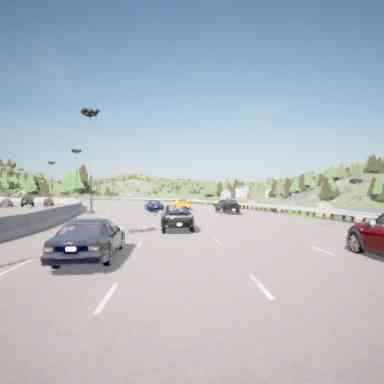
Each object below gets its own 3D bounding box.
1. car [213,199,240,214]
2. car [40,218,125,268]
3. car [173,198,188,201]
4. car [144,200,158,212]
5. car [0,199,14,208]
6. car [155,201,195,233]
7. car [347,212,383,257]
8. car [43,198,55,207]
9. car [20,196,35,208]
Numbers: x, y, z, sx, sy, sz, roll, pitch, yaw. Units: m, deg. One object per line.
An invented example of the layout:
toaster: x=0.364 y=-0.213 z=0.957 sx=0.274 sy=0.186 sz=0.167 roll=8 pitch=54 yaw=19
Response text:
car: x=3.659 y=1.511 z=35.561 sx=1.837 sy=1.490 sz=4.892 roll=0 pitch=0 yaw=-12
car: x=-3.528 y=1.616 z=11.598 sx=2.033 sy=1.411 sz=5.357 roll=-1 pitch=0 yaw=-5
car: x=-1.587 y=1.568 z=43.111 sx=1.882 sy=1.535 sz=5.008 roll=0 pitch=0 yaw=-15
car: x=-4.797 y=1.697 z=41.193 sx=1.994 sy=1.385 sz=4.181 roll=-1 pitch=0 yaw=-15
car: x=-33.871 y=2.077 z=61.039 sx=1.812 sy=1.442 sz=4.674 roll=-1 pitch=0 yaw=-23
car: x=-0.995 y=1.538 z=20.328 sx=2.128 sy=1.511 sz=4.902 roll=-1 pitch=0 yaw=-7
car: x=6.792 y=1.273 z=10.351 sx=2.097 sy=1.767 sz=4.553 roll=-1 pitch=0 yaw=-3
car: x=-26.188 y=1.931 z=60.935 sx=1.882 sy=1.535 sz=5.008 roll=-1 pitch=0 yaw=-23
car: x=-29.813 y=1.733 z=60.491 sx=2.150 sy=2.045 sz=5.566 roll=-1 pitch=0 yaw=-23
